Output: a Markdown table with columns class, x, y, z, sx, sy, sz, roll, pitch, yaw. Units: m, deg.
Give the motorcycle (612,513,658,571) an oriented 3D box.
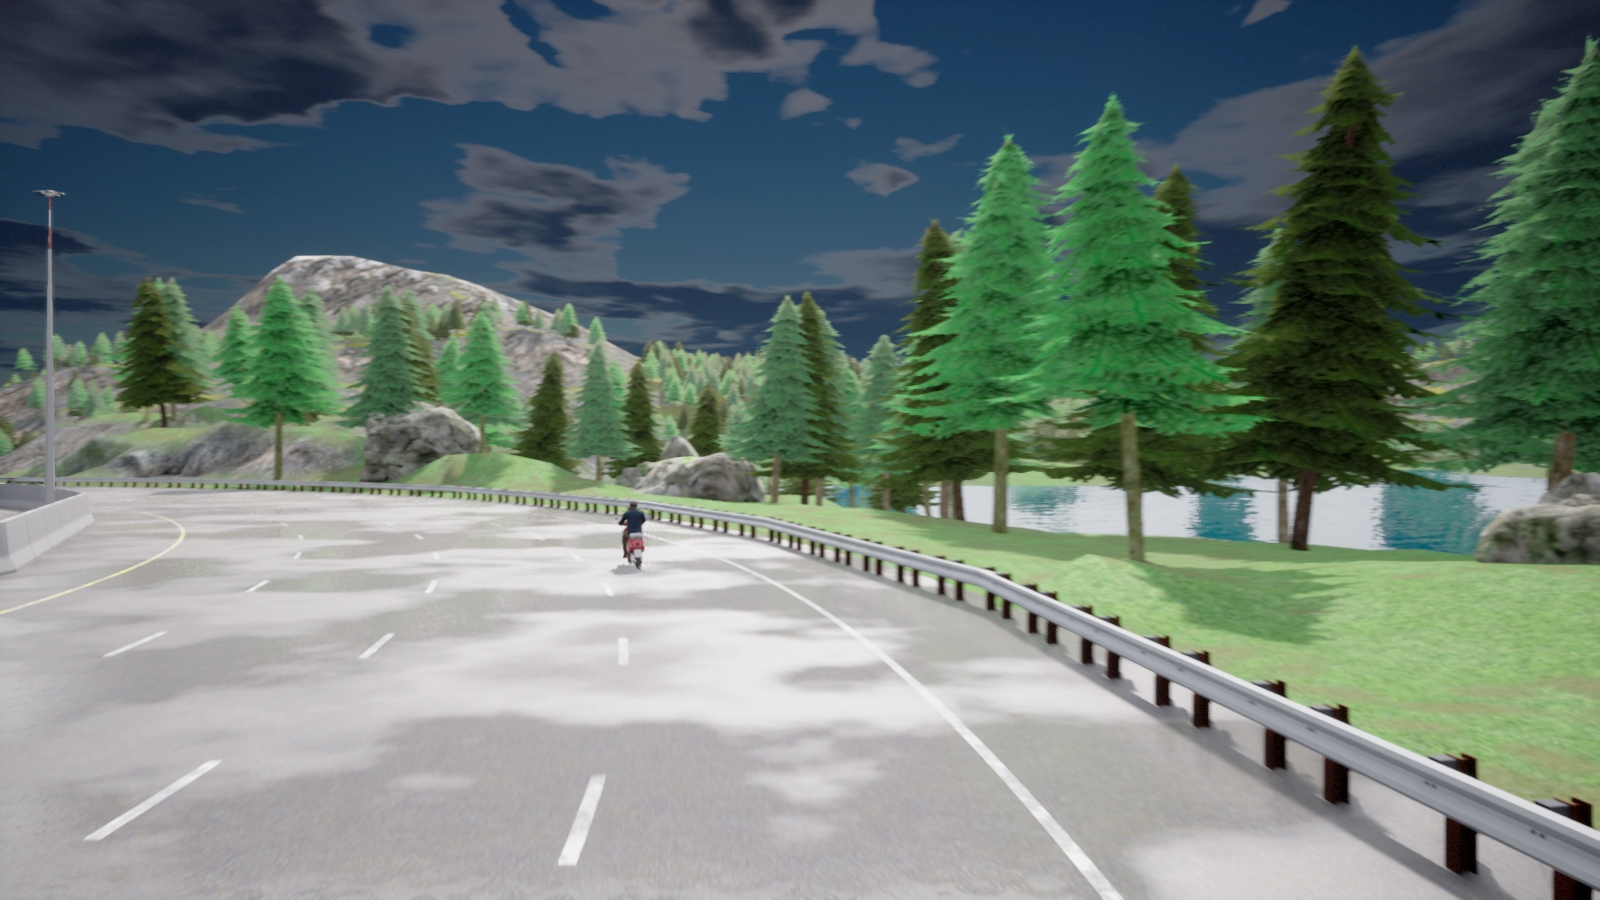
| class | x | y | z | sx | sy | sz | roll | pitch | yaw |
| --- | --- | --- | --- | --- | --- | --- | --- | --- | --- |
| motorcycle | -4.020 | 2.204 | 27.681 | 0.856 | 1.236 | 1.805 | -1 | 0 | -15 |
